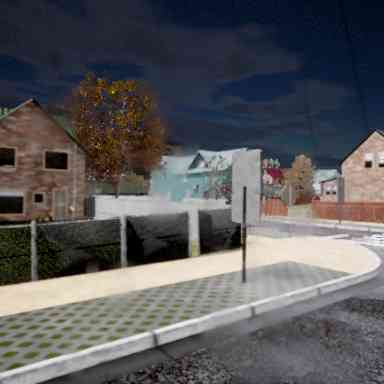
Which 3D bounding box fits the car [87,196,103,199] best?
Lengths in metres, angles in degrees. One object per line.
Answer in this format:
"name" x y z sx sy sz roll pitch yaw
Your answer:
"car" -11.815 1.247 40.454 1.837 1.490 4.892 1 -1 -36
